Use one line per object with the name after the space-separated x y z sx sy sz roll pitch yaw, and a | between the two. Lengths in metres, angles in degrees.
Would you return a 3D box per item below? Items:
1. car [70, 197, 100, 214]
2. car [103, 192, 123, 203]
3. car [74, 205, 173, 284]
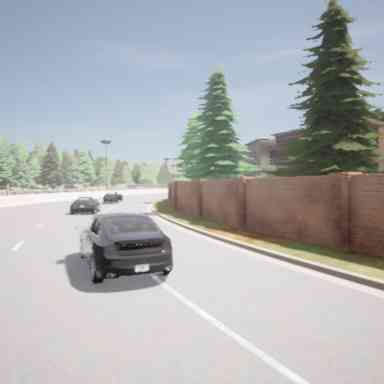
-8.980 1.069 28.146 1.994 1.385 4.181 -1 1 -10 | car
-10.469 0.683 44.470 2.128 1.511 4.902 -1 1 0 | car
-2.033 1.330 9.278 1.837 1.490 4.892 -1 1 -24 | car
